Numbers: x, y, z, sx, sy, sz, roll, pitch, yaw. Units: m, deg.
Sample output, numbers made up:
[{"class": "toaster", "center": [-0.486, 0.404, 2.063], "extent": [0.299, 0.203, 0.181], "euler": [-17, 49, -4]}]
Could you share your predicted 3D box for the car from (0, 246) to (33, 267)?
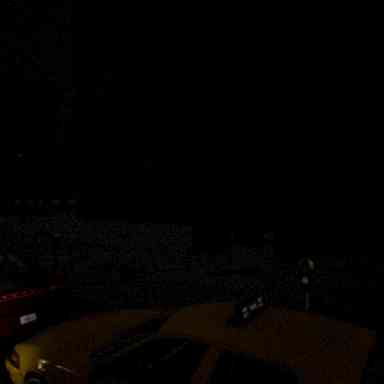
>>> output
[{"class": "car", "center": [-4.048, 1.618, 5.845], "extent": [4.507, 1.381, 1.887], "euler": [-1, 0, 35]}]

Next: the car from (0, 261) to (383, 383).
[{"class": "car", "center": [0.242, 1.540, 2.789], "extent": [4.829, 1.417, 1.752], "euler": [-1, 0, 35]}]
